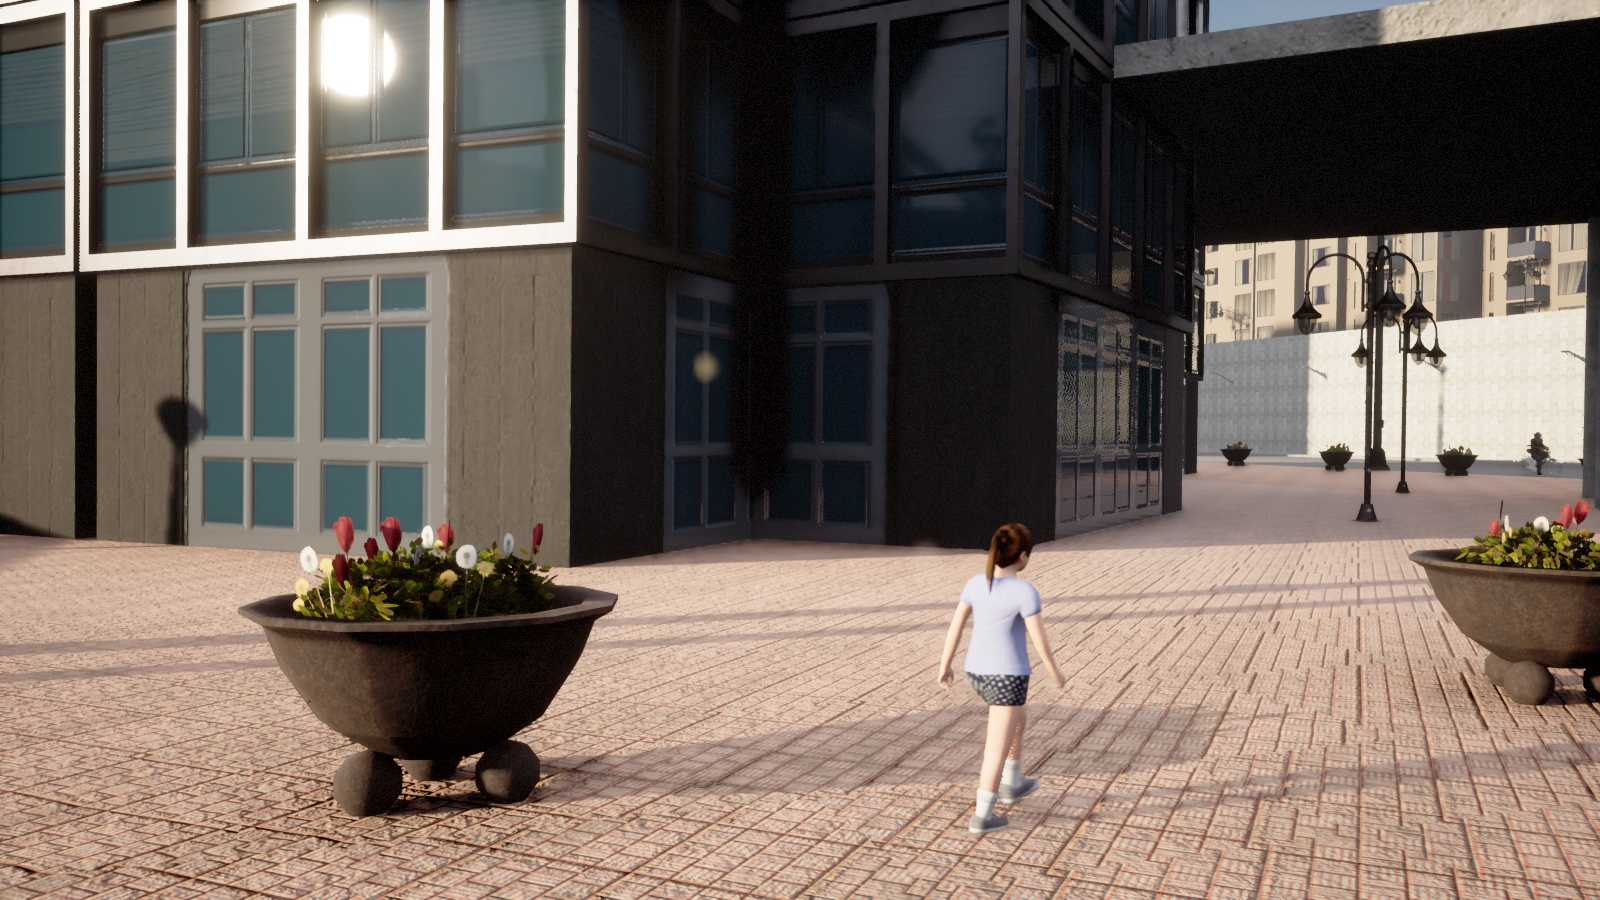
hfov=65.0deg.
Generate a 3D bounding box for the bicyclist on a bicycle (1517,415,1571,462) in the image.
[{"bbox_3d":[29.062,-0.444,49.083,0.659,1.776,1.843,-1,1,-17],"label":"bicyclist on a bicycle"}]

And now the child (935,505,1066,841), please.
[{"bbox_3d":[0.716,0.763,4.466,0.394,1.110,0.255,-1,1,-40],"label":"child"}]
